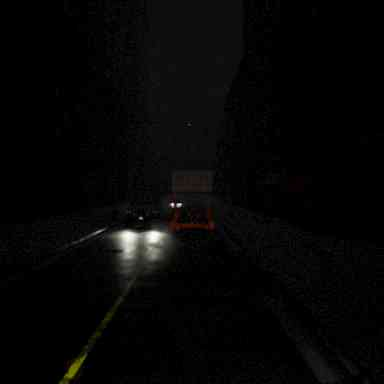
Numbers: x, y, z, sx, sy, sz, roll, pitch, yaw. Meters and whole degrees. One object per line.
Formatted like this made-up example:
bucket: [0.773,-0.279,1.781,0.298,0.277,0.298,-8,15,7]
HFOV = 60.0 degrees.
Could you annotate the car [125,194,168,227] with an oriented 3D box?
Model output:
car: [-3.097,1.221,22.939,2.150,2.045,5.566,0,0,0]

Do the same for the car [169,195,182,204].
car: [-3.008,1.591,64.411,1.994,1.385,4.181,0,0,0]

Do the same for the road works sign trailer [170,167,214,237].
road works sign trailer: [0.002,0.463,18.168,2.380,3.560,2.880,0,0,0]
